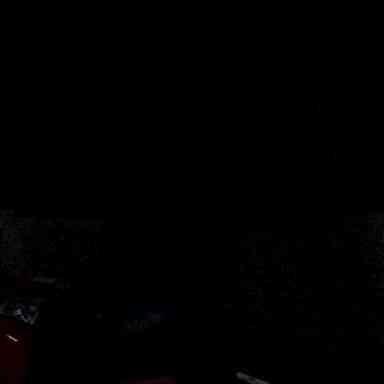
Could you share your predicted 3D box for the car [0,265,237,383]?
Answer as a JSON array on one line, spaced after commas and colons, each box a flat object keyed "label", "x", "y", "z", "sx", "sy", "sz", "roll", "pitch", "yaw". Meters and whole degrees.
[{"label": "car", "x": -1.493, "y": 1.586, "z": 4.030, "sx": 4.206, "sy": 1.307, "sz": 1.802, "roll": 0, "pitch": 0, "yaw": 36}]
